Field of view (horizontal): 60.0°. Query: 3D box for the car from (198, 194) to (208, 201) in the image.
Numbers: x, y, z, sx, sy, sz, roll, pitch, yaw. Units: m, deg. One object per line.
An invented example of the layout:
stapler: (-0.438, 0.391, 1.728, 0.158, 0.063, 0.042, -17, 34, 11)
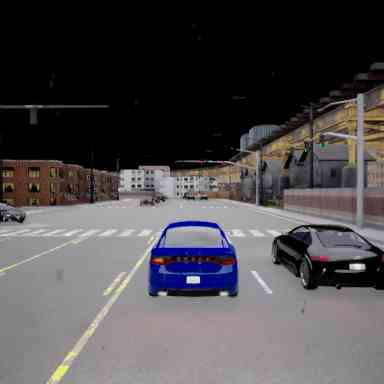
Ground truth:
car: (3.204, 1.471, 87.658, 1.882, 1.535, 5.008, 0, 0, -3)

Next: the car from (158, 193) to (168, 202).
car: (-7.226, 1.225, 74.028, 2.150, 2.045, 5.566, 0, 0, 0)

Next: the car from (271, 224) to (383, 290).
car: (3.538, 1.564, 9.104, 1.994, 1.385, 4.181, 0, 0, 0)

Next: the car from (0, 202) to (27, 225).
car: (-13.710, 1.507, 23.638, 4.892, 1.490, 1.837, -1, -2, 32)

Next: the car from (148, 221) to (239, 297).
car: (0.035, 1.478, 8.638, 1.882, 1.535, 5.008, 0, 0, 0)

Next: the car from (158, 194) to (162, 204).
car: (-7.246, 1.526, 63.405, 1.812, 1.442, 4.674, 0, 0, 0)

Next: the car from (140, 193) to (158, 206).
car: (-7.251, 1.352, 54.607, 2.097, 1.767, 4.553, 0, 0, 0)

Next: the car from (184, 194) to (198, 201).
car: (-0.282, 1.345, 86.759, 2.097, 1.767, 4.553, 0, 0, -3)

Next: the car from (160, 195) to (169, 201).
car: (-7.282, 1.531, 88.314, 2.033, 1.411, 5.357, 0, 0, 0)
